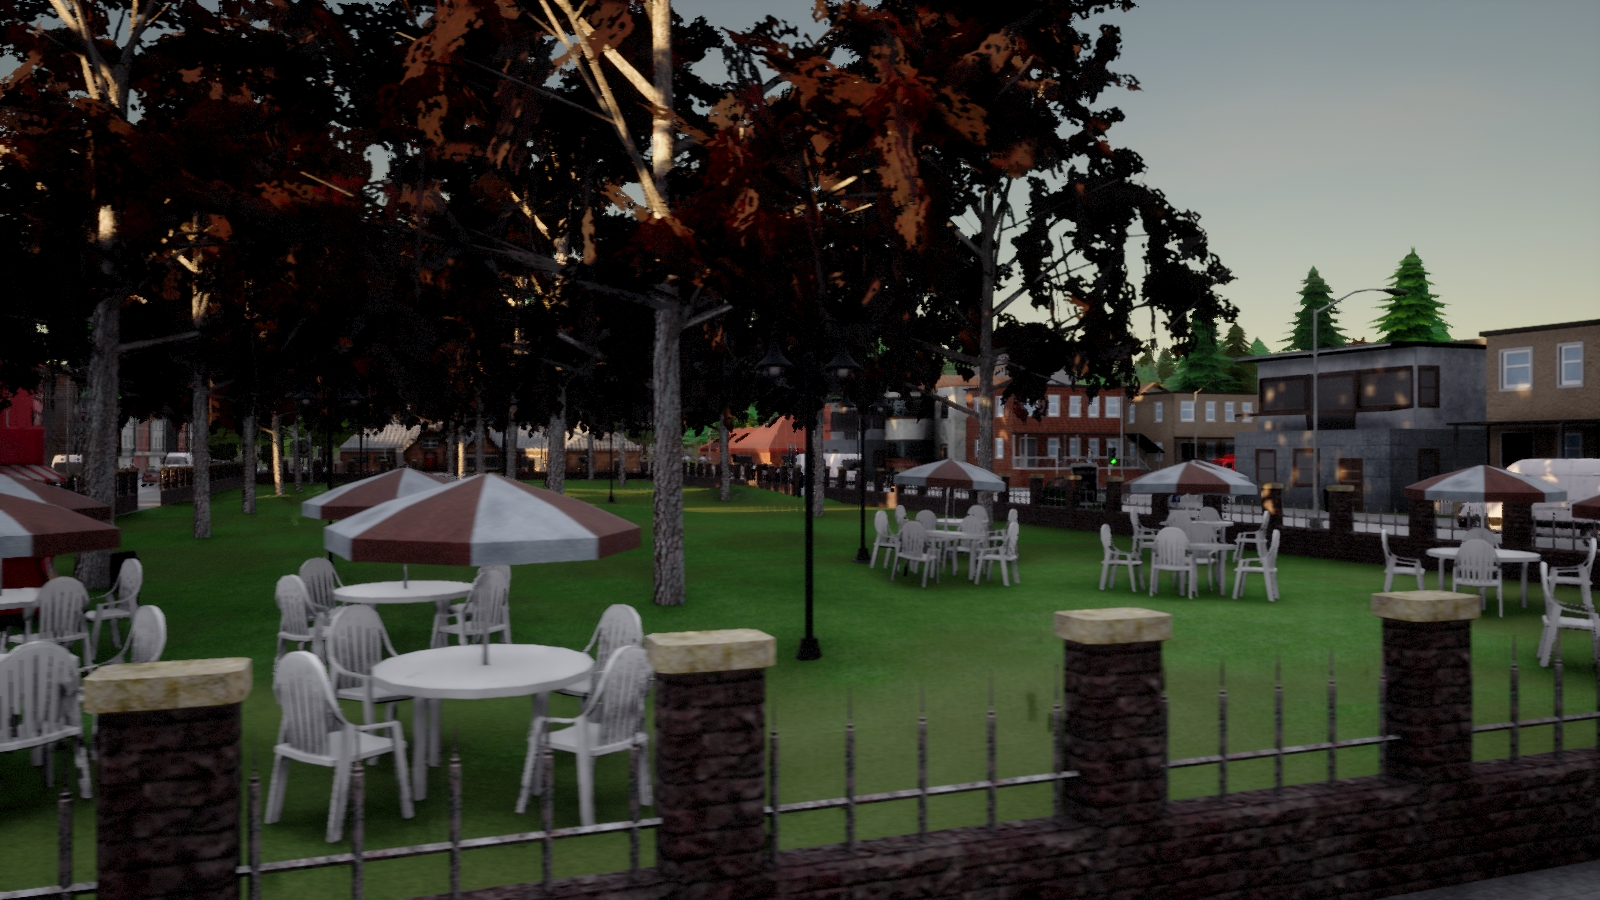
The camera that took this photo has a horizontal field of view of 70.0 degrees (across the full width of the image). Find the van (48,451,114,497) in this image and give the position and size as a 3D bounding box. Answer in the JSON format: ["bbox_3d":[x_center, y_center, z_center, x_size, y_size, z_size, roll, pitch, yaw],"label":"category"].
[{"bbox_3d":[-41.216,1.315,65.623,1.988,2.561,5.915,0,0,-20],"label":"van"}]

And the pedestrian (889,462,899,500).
[{"bbox_3d":[4.665,1.525,56.875,0.375,1.860,0.375,0,0,-24],"label":"pedestrian"}]

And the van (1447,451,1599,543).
[{"bbox_3d":[22.683,1.314,34.158,1.988,2.561,5.915,0,0,-20],"label":"van"}]

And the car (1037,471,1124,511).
[{"bbox_3d":[12.398,1.780,50.736,1.851,1.617,3.988,0,0,-20],"label":"car"}]
